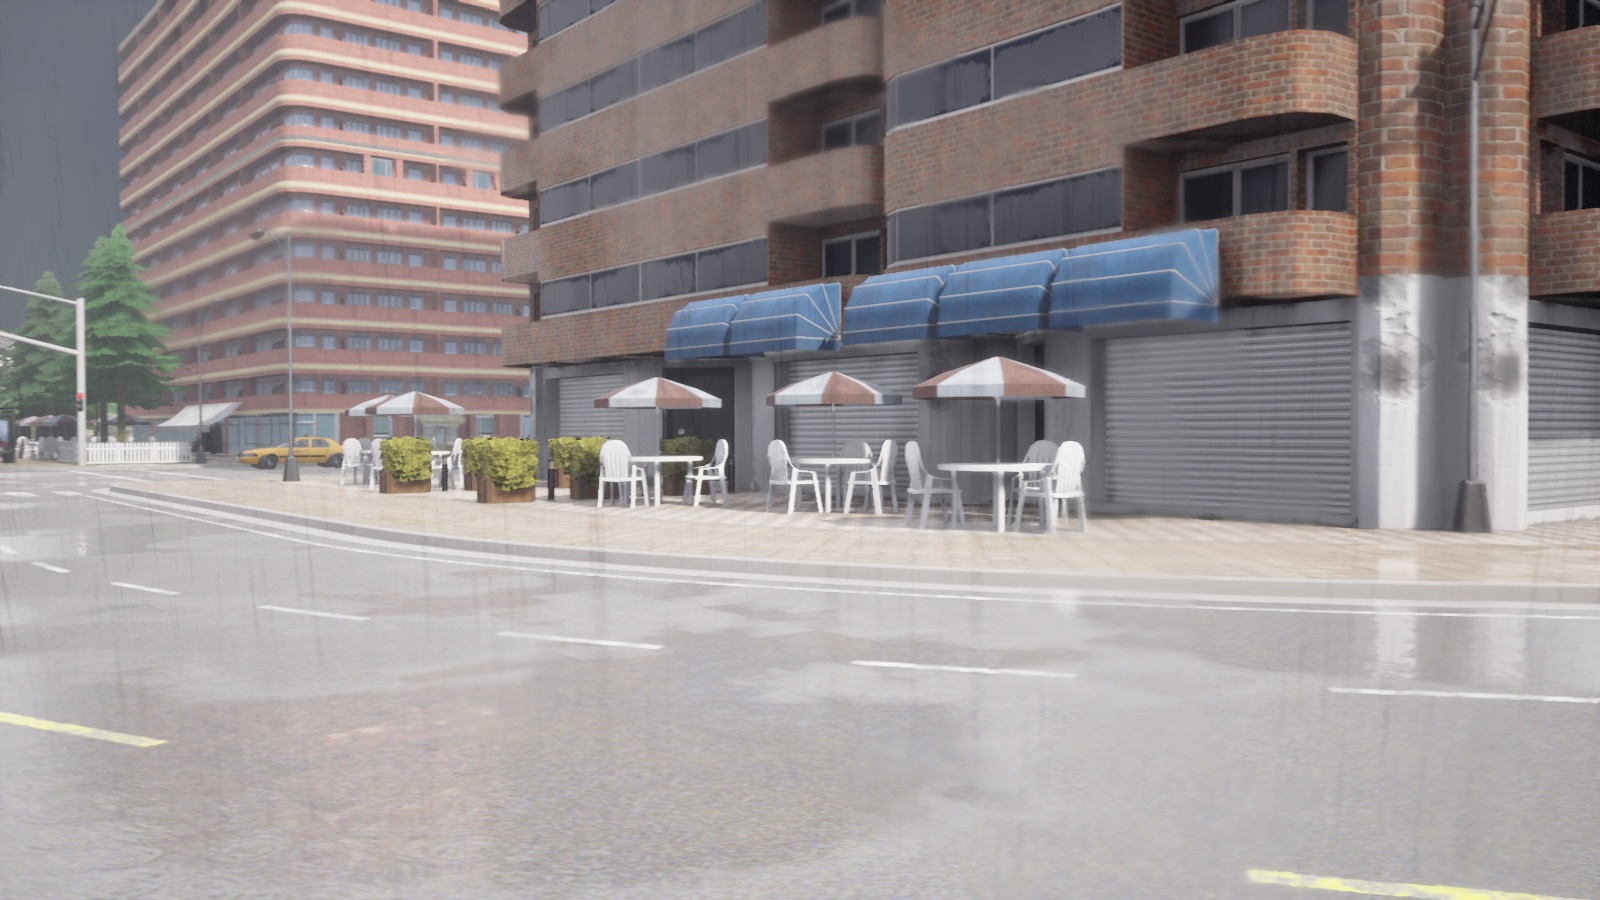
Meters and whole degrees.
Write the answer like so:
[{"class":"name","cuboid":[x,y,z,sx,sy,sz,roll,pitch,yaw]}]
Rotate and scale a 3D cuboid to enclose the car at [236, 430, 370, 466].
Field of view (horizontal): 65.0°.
[{"class":"car","cuboid":[-22.498,-0.118,57.001,5.366,1.575,1.801,0,1,-39]}]
